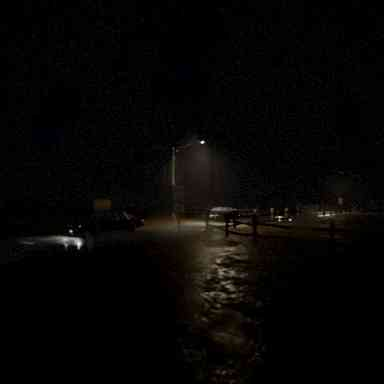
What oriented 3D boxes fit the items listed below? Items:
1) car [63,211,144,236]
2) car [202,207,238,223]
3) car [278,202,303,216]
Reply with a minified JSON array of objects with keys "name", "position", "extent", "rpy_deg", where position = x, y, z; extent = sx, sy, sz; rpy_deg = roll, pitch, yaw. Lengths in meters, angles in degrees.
[{"name":"car","position":[-5.429,1.926,21.330],"extent":[2.033,1.411,5.357],"rpy_deg":[-1,-2,35]},{"name":"car","position":[2.815,2.206,32.900],"extent":[2.128,1.511,4.902],"rpy_deg":[-1,-2,35]},{"name":"car","position":[14.684,2.462,49.402],"extent":[2.150,2.045,5.566],"rpy_deg":[-1,-2,35]}]
